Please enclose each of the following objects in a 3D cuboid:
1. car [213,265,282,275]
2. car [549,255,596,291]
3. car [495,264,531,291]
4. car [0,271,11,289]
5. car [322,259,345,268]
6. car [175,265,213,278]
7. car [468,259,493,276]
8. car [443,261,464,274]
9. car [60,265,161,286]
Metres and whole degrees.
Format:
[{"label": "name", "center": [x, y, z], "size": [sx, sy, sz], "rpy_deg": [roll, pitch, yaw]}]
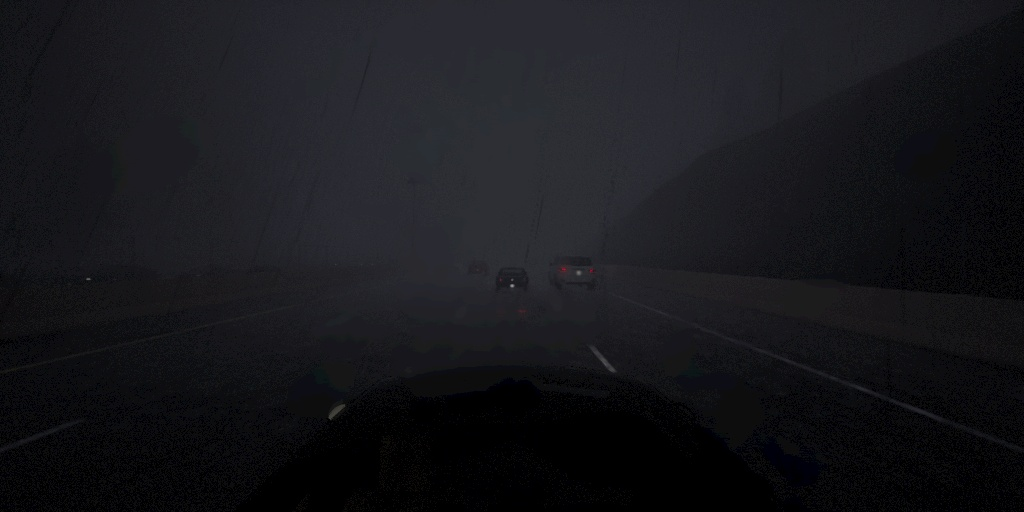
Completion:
[{"label": "car", "center": [-17.568, 1.344, 24.749], "size": [1.895, 1.301, 4.718], "rpy_deg": [0, 0, 0]}, {"label": "car", "center": [3.614, 0.971, 22.093], "size": [2.150, 2.045, 5.566], "rpy_deg": [0, 0, 0]}, {"label": "car", "center": [0.029, 1.359, 22.072], "size": [1.895, 1.301, 4.718], "rpy_deg": [0, 0, 0]}, {"label": "car", "center": [-28.079, 1.091, 17.258], "size": [2.097, 1.767, 4.553], "rpy_deg": [0, 0, 0]}, {"label": "car", "center": [-28.000, 1.259, 56.413], "size": [1.812, 1.442, 4.674], "rpy_deg": [0, 0, 1]}, {"label": "car", "center": [-21.072, 1.307, 25.128], "size": [1.994, 1.385, 4.181], "rpy_deg": [0, 0, 0]}, {"label": "car", "center": [-3.388, 1.224, 37.686], "size": [1.882, 1.535, 5.008], "rpy_deg": [0, 0, 0]}, {"label": "car", "center": [-6.888, 1.271, 42.034], "size": [1.812, 1.442, 4.674], "rpy_deg": [0, 0, 0]}, {"label": "car", "center": [-24.580, 1.267, 22.220], "size": [1.812, 1.442, 4.674], "rpy_deg": [0, 0, 0]}]
